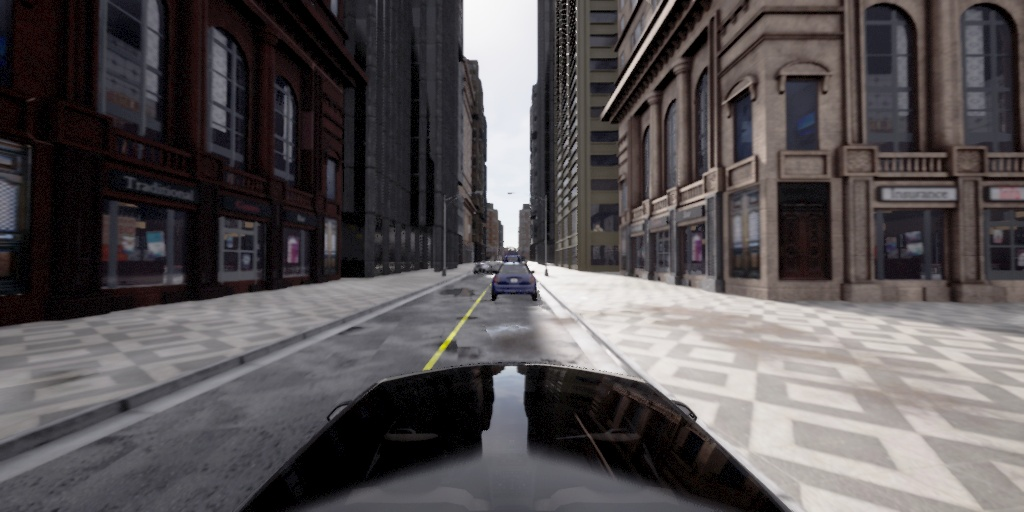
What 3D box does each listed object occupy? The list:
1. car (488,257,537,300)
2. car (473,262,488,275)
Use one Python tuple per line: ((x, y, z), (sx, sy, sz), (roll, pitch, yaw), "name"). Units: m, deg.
((0.098, 1.101, 17.870), (2.097, 1.767, 4.553), (0, 0, 0), "car")
((-3.091, 1.323, 38.981), (1.994, 1.385, 4.181), (0, 0, 0), "car")
